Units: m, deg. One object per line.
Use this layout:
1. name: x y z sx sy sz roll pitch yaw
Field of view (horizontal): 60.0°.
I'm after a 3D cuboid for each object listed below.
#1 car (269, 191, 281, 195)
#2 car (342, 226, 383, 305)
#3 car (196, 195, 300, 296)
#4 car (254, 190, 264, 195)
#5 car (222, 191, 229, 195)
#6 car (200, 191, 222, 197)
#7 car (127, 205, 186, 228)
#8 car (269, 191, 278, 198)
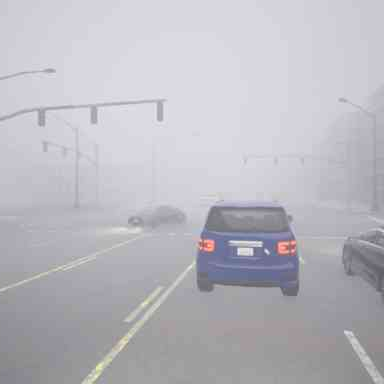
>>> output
1. car: 17.629 0.969 68.901 2.128 1.511 4.902 0 1 11
2. car: 4.784 1.491 7.407 2.128 1.511 4.902 0 0 11
3. car: 1.517 1.221 8.930 2.150 2.045 5.566 0 0 11
4. car: 15.302 0.904 75.471 1.994 1.385 4.181 0 1 11
5. car: 4.547 0.925 57.667 2.150 2.045 5.566 0 1 11
6. car: 2.515 1.079 47.481 2.150 2.045 5.566 0 1 11
7. car: -2.253 1.548 21.875 1.994 1.385 4.181 0 0 37
8. car: 20.757 0.552 84.975 2.097 1.767 4.553 0 1 11
